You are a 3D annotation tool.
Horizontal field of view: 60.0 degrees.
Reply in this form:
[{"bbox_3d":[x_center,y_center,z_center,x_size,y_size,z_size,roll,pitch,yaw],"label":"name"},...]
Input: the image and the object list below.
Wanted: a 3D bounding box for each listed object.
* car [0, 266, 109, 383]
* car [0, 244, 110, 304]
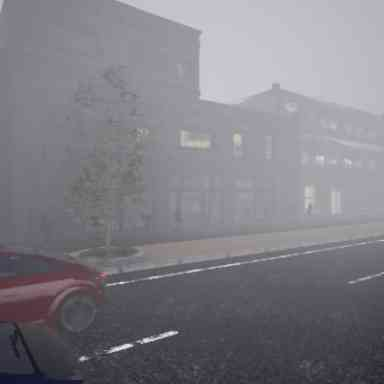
[{"bbox_3d":[-2.677,1.557,1.778,4.181,1.385,1.994,0,0,-35],"label":"car"},{"bbox_3d":[-3.468,1.564,5.204,4.181,1.385,1.994,0,0,-36],"label":"car"}]
